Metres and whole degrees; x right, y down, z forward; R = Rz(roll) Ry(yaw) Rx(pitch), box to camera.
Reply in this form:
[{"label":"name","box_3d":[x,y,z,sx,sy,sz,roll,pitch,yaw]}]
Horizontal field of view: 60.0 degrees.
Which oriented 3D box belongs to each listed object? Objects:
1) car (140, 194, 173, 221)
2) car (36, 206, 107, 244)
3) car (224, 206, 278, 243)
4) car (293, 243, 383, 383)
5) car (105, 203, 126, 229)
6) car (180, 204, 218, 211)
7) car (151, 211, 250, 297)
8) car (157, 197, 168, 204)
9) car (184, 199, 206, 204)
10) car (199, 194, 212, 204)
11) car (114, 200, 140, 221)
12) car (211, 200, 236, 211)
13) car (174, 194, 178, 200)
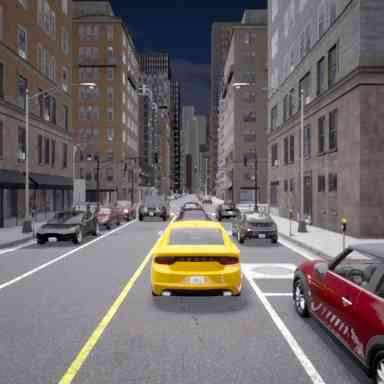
[{"label":"car","box_3d":[-3.013,1.264,27.466,2.150,2.045,5.566,0,0,0]},{"label":"car","box_3d":[-5.677,1.567,15.721,1.947,1.339,4.313,0,0,0]},{"label":"car","box_3d":[2.848,1.552,15.725,2.008,1.369,4.403,0,0,0]},{"label":"car","box_3d":[2.853,1.440,4.722,1.967,1.590,4.097,0,0,0]},{"label":"car","box_3d":[-5.680,1.584,21.222,1.802,1.307,4.206,0,0,0]},{"label":"car","box_3d":[0.098,1.565,17.643,1.994,1.385,4.181,0,0,-1]},{"label":"car","box_3d":[0.090,1.478,8.649,1.882,1.535,5.008,0,0,0]},{"label":"car","box_3d":[-5.665,1.625,63.827,1.802,1.307,4.206,0,0,0]},{"label":"car","box_3d":[-0.013,1.529,26.454,1.812,1.442,4.674,0,0,1]},{"label":"car","box_3d":[2.860,1.484,63.818,1.967,1.590,4.097,0,0,0]},{"label":"car","box_3d":[-5.683,1.443,26.724,1.967,1.590,4.097,0,0,0]},{"label":"car","box_3d":[2.843,1.569,26.727,1.947,1.339,4.313,0,0,0]},{"label":"car","box_3d":[-5.628,1.637,90.699,1.752,1.417,4.829,0,0,0]}]
